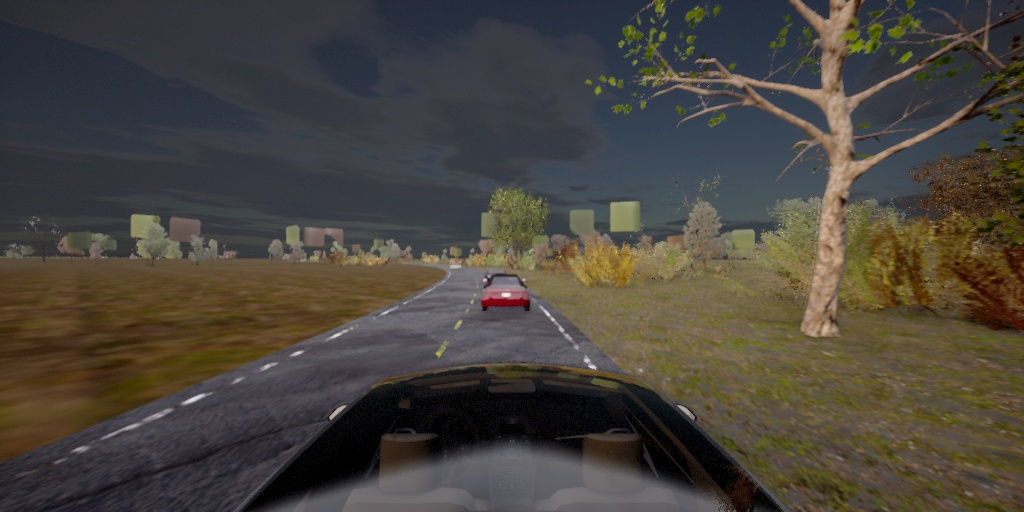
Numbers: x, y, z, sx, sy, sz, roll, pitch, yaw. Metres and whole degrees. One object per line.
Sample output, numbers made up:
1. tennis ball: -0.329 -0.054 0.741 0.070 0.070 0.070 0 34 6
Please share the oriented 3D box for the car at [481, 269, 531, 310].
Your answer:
1. car: -0.303 1.453 15.495 1.994 1.385 4.181 0 0 -2
